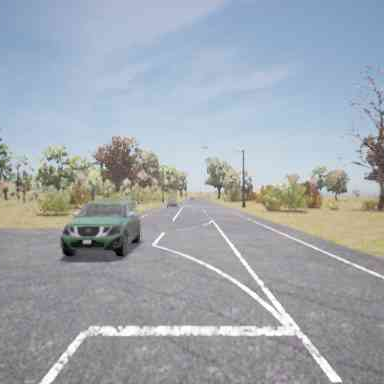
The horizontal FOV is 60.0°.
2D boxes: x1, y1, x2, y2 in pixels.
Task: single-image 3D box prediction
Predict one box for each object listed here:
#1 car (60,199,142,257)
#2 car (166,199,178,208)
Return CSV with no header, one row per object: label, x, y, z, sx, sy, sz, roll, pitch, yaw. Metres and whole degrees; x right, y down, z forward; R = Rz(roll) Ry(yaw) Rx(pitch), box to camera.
car,-3.480,1.346,13.845,2.150,2.045,5.566,0,-1,0
car,-3.465,2.075,58.868,1.837,1.490,4.892,0,0,0
